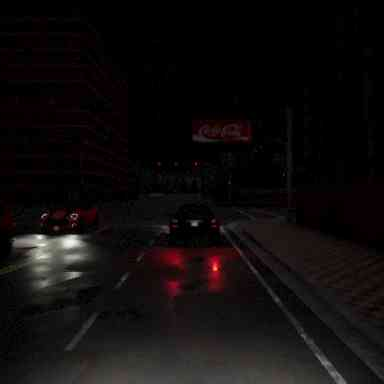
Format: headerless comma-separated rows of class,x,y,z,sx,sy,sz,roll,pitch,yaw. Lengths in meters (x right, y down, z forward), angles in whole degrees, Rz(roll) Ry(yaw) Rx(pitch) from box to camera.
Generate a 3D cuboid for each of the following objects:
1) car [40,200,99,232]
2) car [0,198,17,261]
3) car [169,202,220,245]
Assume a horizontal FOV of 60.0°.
car,-6.996,1.280,19.387,2.097,1.767,4.553,0,0,0
car,-7.079,1.188,9.100,2.150,2.045,5.566,0,0,0
car,0.103,1.295,15.426,2.097,1.767,4.553,0,0,0
